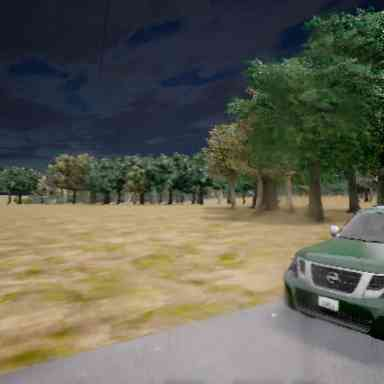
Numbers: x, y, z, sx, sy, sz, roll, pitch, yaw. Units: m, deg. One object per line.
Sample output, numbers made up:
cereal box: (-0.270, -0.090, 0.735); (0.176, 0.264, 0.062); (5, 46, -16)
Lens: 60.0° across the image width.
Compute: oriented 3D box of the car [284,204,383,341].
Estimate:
car: (4.206, 1.256, 6.353); (5.566, 2.045, 2.150); (0, 0, -35)
